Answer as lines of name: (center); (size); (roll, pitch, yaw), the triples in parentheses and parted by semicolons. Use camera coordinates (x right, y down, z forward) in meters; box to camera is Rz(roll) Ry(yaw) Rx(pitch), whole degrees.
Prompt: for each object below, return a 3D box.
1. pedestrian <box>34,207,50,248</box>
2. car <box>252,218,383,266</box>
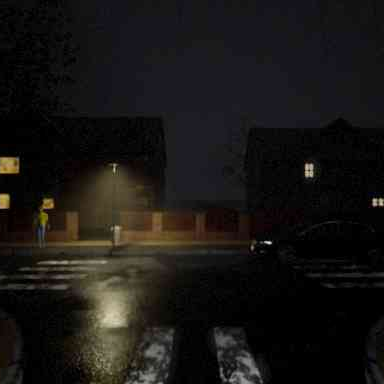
pedestrian: (-6.718, 1.553, 14.821); (0.375, 1.860, 0.375); (0, -2, 1)
car: (4.611, 1.684, 11.757); (4.902, 1.511, 2.128); (-1, -2, 1)
